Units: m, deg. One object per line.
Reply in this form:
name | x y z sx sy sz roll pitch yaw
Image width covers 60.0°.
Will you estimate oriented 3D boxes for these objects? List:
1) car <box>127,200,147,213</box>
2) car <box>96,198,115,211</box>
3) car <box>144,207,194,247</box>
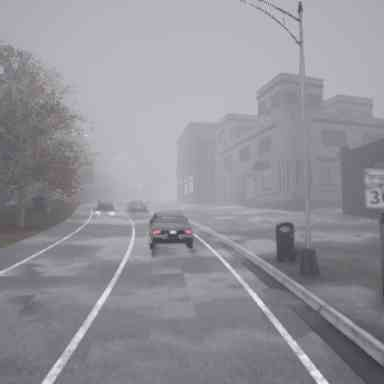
car | -6.356 1.615 38.242 1.994 1.385 4.181 1 0 -16
car | -10.447 1.435 40.092 1.882 1.535 5.008 1 0 -17
car | -1.065 1.594 15.194 2.033 1.411 5.357 1 0 -8
